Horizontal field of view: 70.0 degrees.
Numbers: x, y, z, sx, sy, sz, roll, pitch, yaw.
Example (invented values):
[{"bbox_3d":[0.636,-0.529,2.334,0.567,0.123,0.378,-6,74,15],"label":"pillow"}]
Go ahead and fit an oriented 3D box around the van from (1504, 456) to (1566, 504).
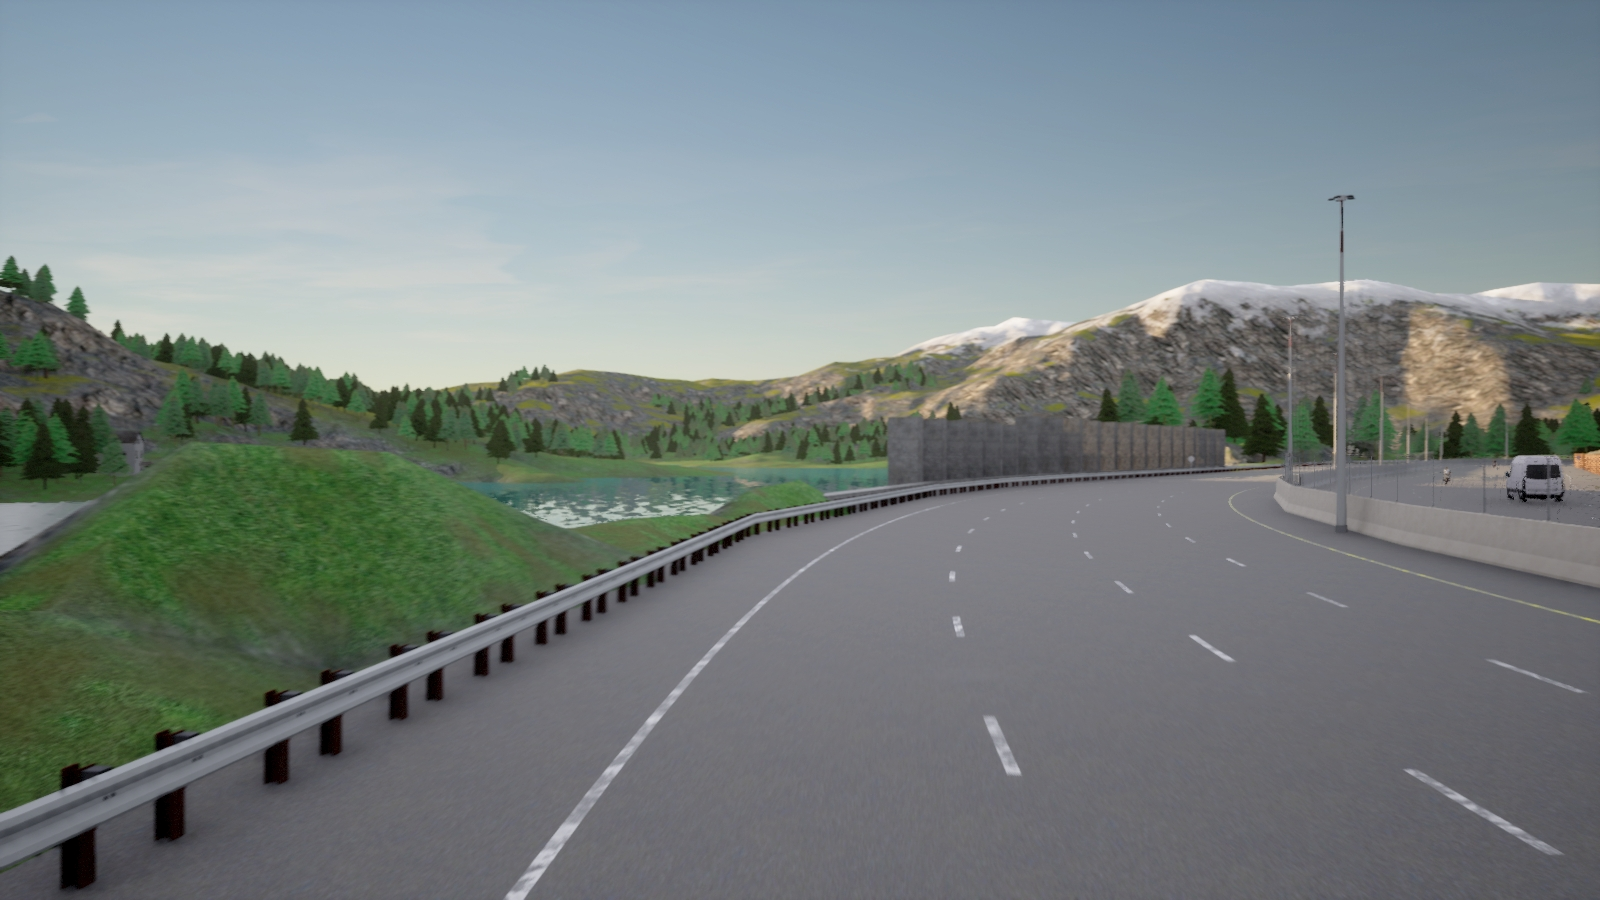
[{"bbox_3d":[41.362,1.629,64.454,1.988,2.561,5.915,0,0,23],"label":"van"}]
